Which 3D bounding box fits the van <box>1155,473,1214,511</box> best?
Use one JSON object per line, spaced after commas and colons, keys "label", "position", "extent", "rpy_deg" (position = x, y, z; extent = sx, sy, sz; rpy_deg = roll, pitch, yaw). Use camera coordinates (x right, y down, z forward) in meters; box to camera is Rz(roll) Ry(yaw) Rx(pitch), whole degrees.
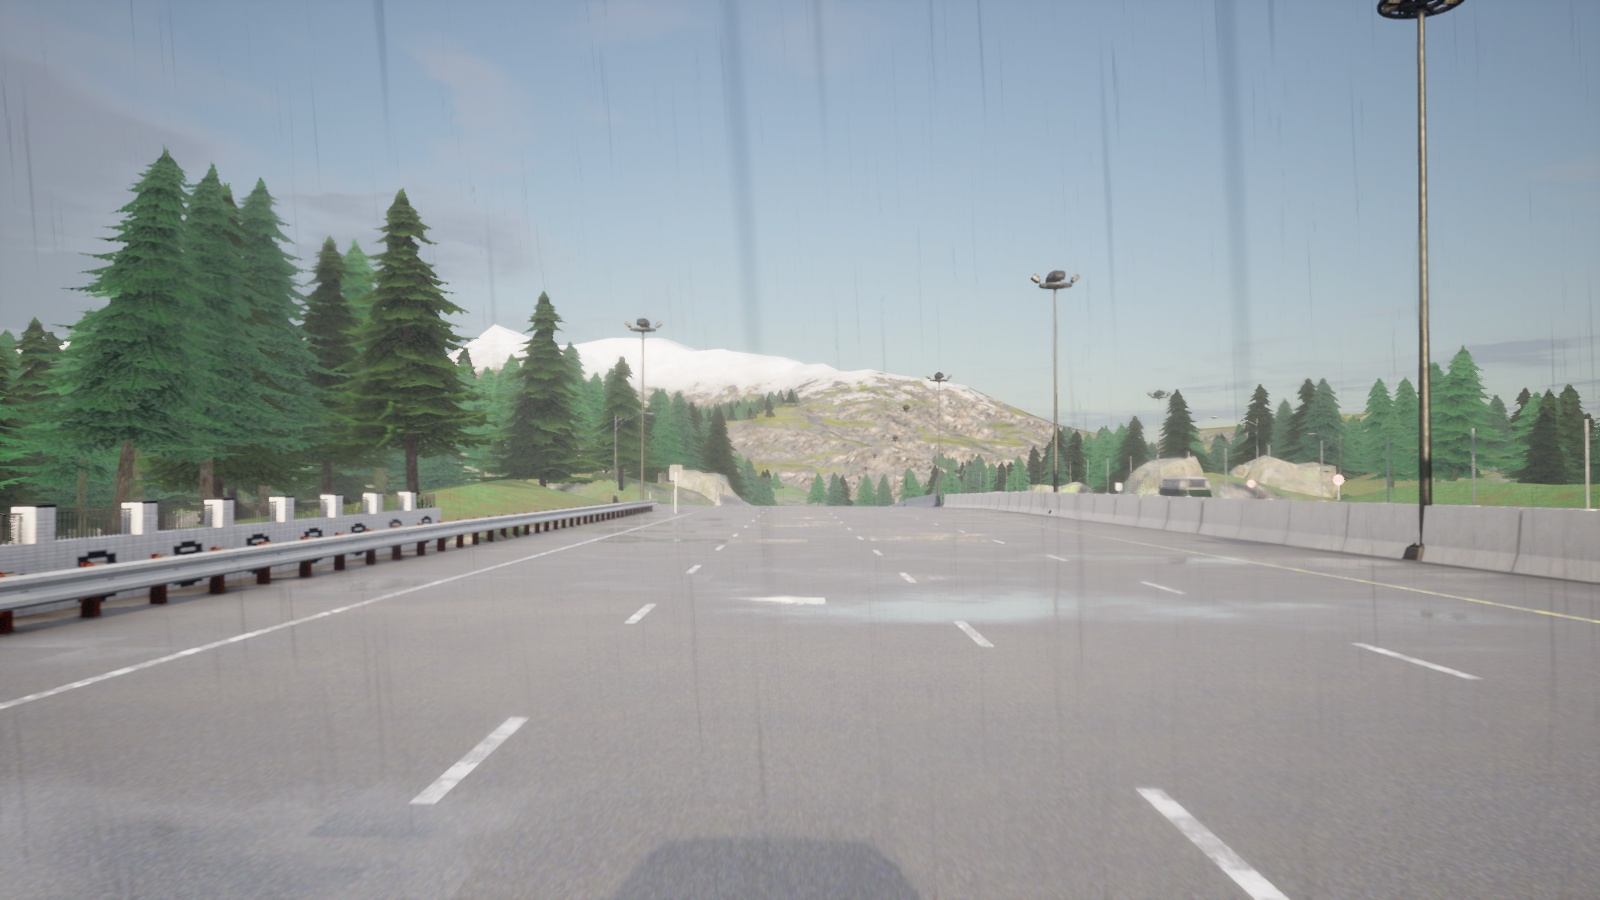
{"label": "van", "position": [20.835, 2.272, 68.212], "extent": [1.775, 1.987, 4.442], "rpy_deg": [0, -2, 0]}
